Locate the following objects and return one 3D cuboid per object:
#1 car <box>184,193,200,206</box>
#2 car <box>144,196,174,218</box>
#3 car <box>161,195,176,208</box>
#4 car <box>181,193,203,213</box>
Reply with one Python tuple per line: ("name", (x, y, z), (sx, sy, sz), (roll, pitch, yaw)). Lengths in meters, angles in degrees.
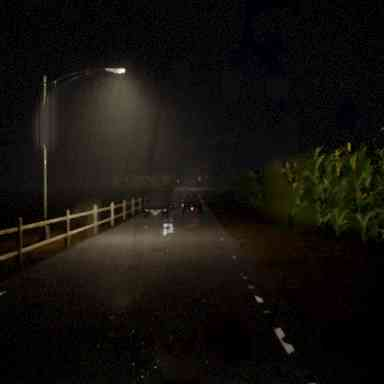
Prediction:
("car", (0.030, 0.880, 43.796), (2.033, 1.411, 5.357), (0, 2, 0))
("car", (-2.746, 1.299, 27.259), (1.812, 1.442, 4.674), (0, 1, 0))
("car", (-2.745, 1.074, 35.451), (1.837, 1.490, 4.892), (0, 1, 0))
("car", (0.012, 1.159, 31.764), (1.837, 1.490, 4.892), (0, 2, 0))
